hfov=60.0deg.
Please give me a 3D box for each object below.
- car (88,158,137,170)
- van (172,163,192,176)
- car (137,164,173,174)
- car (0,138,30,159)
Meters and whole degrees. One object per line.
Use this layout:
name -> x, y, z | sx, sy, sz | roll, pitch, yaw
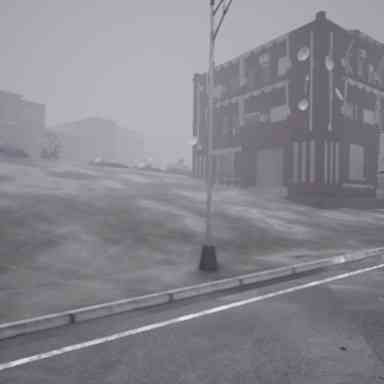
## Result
car -> -8.402, -2.703, 34.135 | 2.002, 1.452, 4.674 | 0, -2, 41
van -> -1.257, -2.530, 42.781 | 1.878, 1.987, 4.442 | 0, -2, 39
car -> -4.842, -2.498, 38.378 | 2.002, 1.452, 4.674 | 0, -2, 40
car -> -15.731, -3.339, 25.889 | 2.435, 2.045, 5.566 | 0, -1, 44
